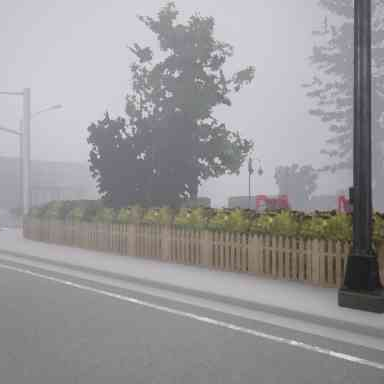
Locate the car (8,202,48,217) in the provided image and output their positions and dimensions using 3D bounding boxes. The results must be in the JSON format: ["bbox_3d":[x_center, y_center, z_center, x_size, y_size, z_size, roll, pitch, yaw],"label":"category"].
[{"bbox_3d":[-14.002,1.601,30.308,1.895,1.301,4.718,0,0,35],"label":"car"}]
